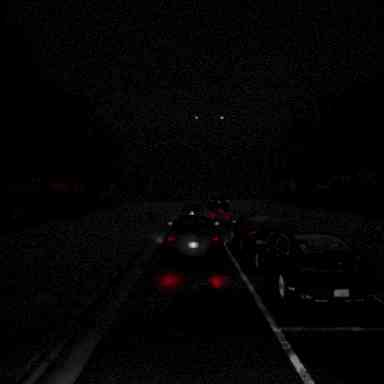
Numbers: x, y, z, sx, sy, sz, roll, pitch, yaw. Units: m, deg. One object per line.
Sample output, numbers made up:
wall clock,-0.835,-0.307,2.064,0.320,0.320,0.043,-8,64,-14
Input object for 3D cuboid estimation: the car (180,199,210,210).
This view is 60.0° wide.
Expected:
car,0.040,1.523,25.411,2.033,1.411,5.357,0,0,1

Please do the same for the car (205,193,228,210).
car,2.978,1.203,38.942,2.150,2.045,5.566,0,0,0

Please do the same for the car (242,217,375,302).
car,2.626,1.540,8.025,2.008,1.369,4.403,-1,0,0

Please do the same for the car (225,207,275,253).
car,2.625,1.528,13.432,1.887,1.381,4.507,-1,0,0

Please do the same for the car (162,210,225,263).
car,0.055,1.548,11.881,1.994,1.385,4.181,0,0,1

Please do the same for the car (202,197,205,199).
car,2.978,1.206,45.943,2.150,2.045,5.566,0,0,0
